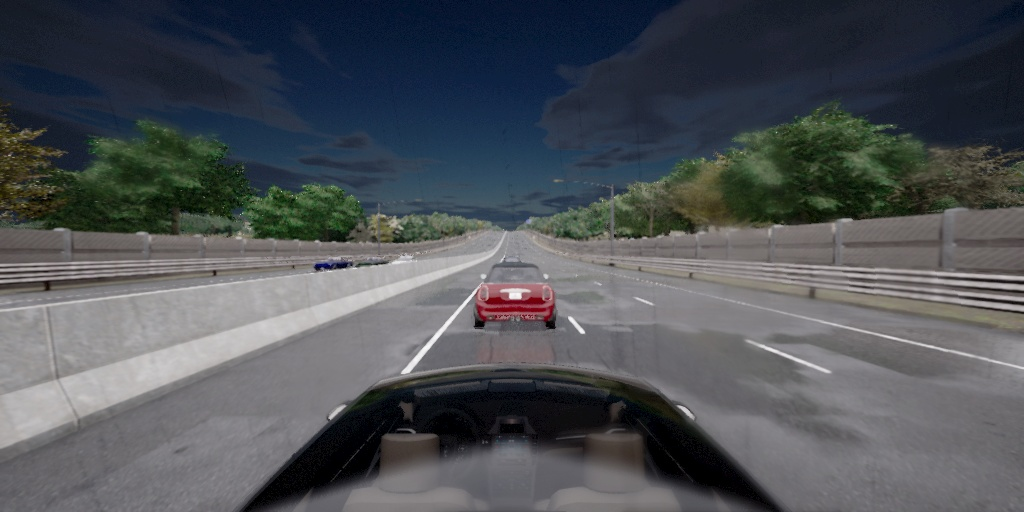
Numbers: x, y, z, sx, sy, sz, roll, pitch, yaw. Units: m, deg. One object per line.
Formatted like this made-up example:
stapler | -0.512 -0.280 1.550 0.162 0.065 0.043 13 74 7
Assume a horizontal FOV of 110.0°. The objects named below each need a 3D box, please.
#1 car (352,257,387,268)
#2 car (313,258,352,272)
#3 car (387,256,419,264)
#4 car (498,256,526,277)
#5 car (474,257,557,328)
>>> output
car | -14.110 0.805 36.625 1.895 1.301 4.718 0 1 0
car | -17.620 0.822 35.518 1.895 1.301 4.718 0 1 0
car | -10.615 0.737 36.147 1.812 1.442 4.674 0 1 0
car | 0.023 0.795 29.764 2.128 1.511 4.902 0 1 0
car | 0.077 0.945 10.854 2.097 1.767 4.553 0 1 0
